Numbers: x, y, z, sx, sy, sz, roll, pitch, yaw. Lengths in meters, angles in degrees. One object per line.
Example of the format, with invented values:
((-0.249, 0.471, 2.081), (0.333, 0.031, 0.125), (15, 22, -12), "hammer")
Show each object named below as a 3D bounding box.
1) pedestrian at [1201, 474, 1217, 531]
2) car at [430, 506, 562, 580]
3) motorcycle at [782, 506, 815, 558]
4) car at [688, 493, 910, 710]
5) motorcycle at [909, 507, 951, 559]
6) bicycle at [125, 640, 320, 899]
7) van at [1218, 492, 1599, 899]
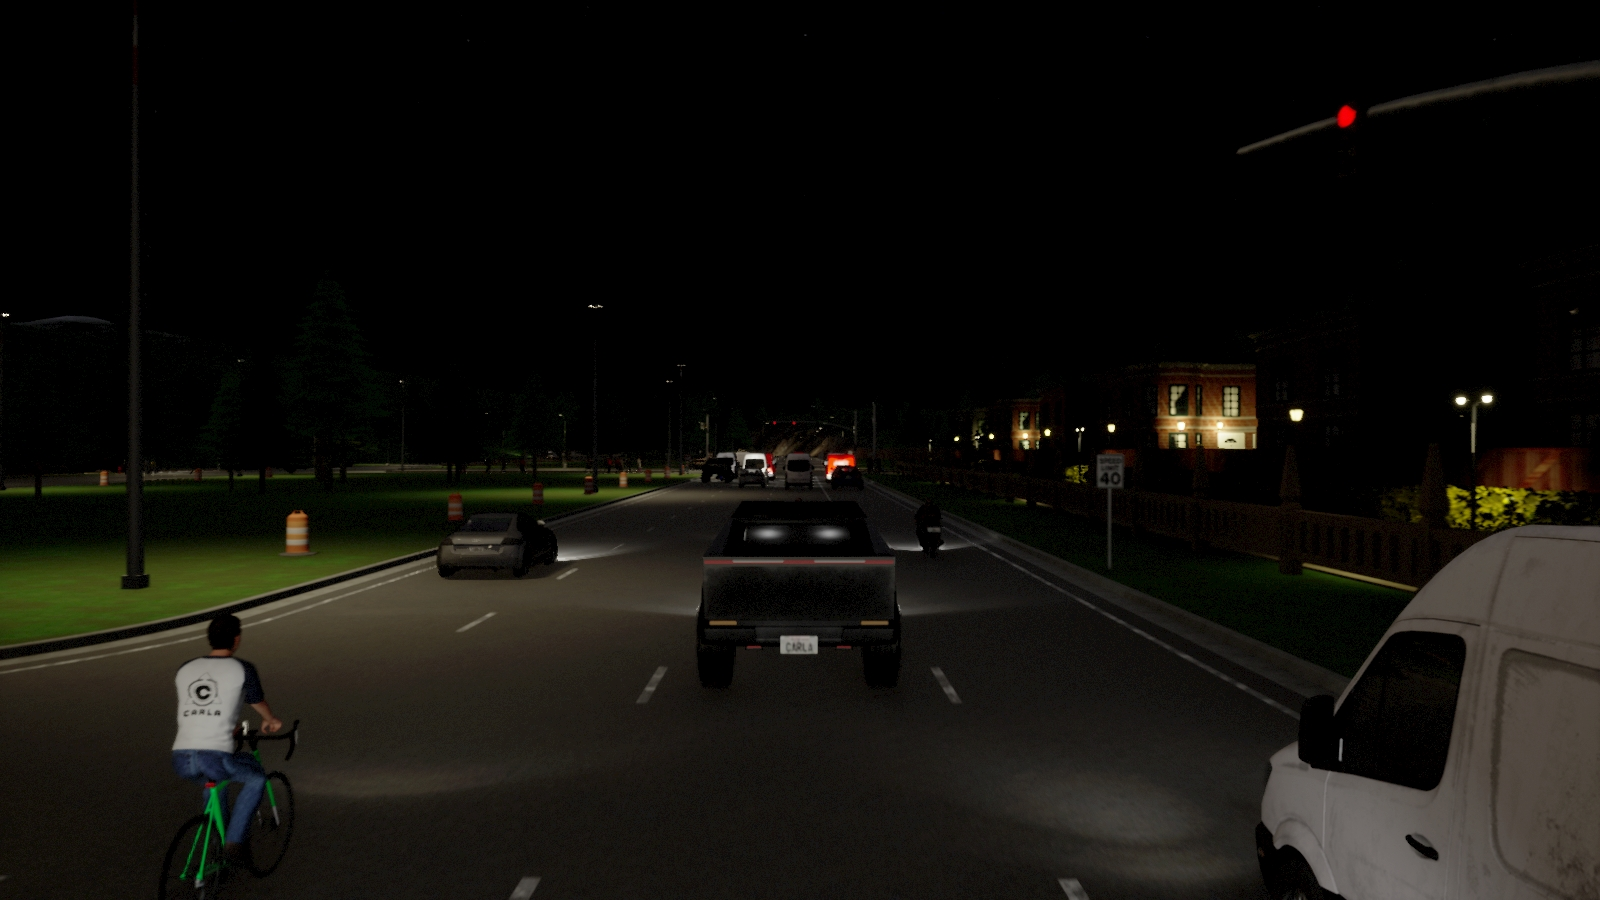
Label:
((13.315, 1.704, 37.216), (0.375, 1.860, 0.375), (0, 0, -2), "pedestrian")
((-7.026, 2.121, 26.832), (1.994, 1.385, 4.181), (0, 0, 0), "car")
((-0.030, 2.207, 31.160), (0.867, 1.251, 2.209), (0, 0, 0), "motorcycle")
((-0.014, 1.755, 15.459), (2.390, 2.098, 6.274), (0, 0, 0), "car")
((3.471, 2.207, 30.691), (0.867, 1.251, 2.209), (0, 0, 0), "motorcycle")
((-3.504, 2.057, 7.068), (0.373, 1.496, 1.643), (0, 0, 0), "bicycle")
((3.494, 1.535, 3.862), (1.988, 2.561, 5.915), (0, 0, 0), "van")
